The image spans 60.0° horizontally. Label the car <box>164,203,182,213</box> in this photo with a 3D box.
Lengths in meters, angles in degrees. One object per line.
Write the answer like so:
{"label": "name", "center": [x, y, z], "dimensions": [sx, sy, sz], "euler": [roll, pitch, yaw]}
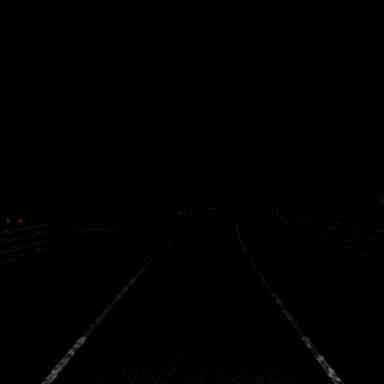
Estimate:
{"label": "car", "center": [-2.615, 2.440, 51.484], "dimensions": [1.994, 1.385, 4.181], "euler": [0, -1, 23]}

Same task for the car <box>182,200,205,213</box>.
{"label": "car", "center": [0.597, 2.396, 50.095], "dimensions": [1.812, 1.442, 4.674], "euler": [0, -1, 23]}

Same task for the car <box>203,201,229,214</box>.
{"label": "car", "center": [3.818, 2.412, 48.725], "dimensions": [2.033, 1.411, 5.357], "euler": [0, -1, 23]}

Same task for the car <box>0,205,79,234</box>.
{"label": "car", "center": [-8.717, 1.607, 19.277], "dimensions": [2.097, 1.767, 4.553], "euler": [0, -1, 23]}

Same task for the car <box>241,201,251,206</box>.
{"label": "car", "center": [15.138, 3.238, 93.191], "dimensions": [1.837, 1.490, 4.892], "euler": [0, -1, 23]}
